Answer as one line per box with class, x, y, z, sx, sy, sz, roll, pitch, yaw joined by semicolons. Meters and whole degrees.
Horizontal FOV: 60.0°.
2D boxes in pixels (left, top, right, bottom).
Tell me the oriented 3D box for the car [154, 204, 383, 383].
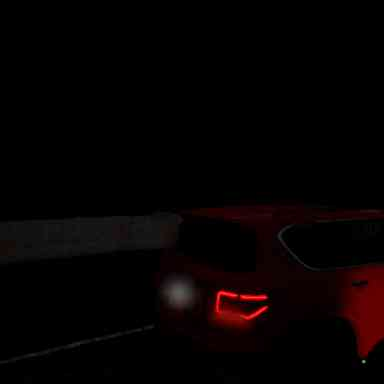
car;2.191;1.206;4.954;5.566;2.045;2.150;0;0;-29
